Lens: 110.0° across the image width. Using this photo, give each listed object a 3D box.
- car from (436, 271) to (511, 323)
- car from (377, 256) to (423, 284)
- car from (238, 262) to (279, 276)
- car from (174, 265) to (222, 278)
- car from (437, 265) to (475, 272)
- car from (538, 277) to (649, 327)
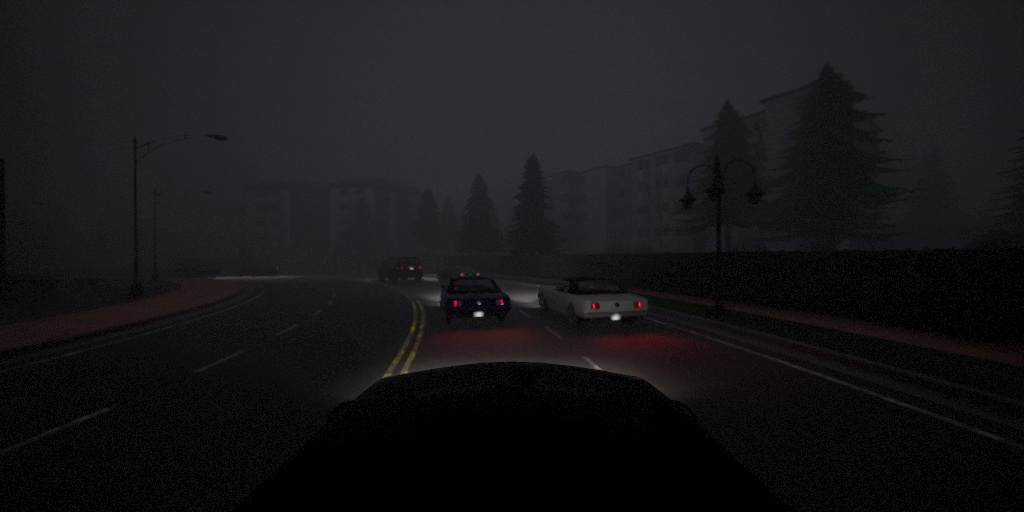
[{"bbox_3d":[-1.450,1.354,12.252,1.895,1.301,4.718,0,0,-13],"label":"car"},{"bbox_3d":[-8.794,1.015,28.043,2.150,2.045,5.566,0,0,-35],"label":"car"},{"bbox_3d":[-27.643,1.391,39.107,5.008,1.535,1.882,0,0,25],"label":"car"},{"bbox_3d":[-32.846,1.549,37.580,4.718,1.301,1.895,0,0,20],"label":"car"},{"bbox_3d":[-4.171,1.364,27.370,1.895,1.301,4.718,0,0,-32],"label":"car"},{"bbox_3d":[2.276,1.330,11.598,1.895,1.301,4.718,0,0,-12],"label":"car"}]
